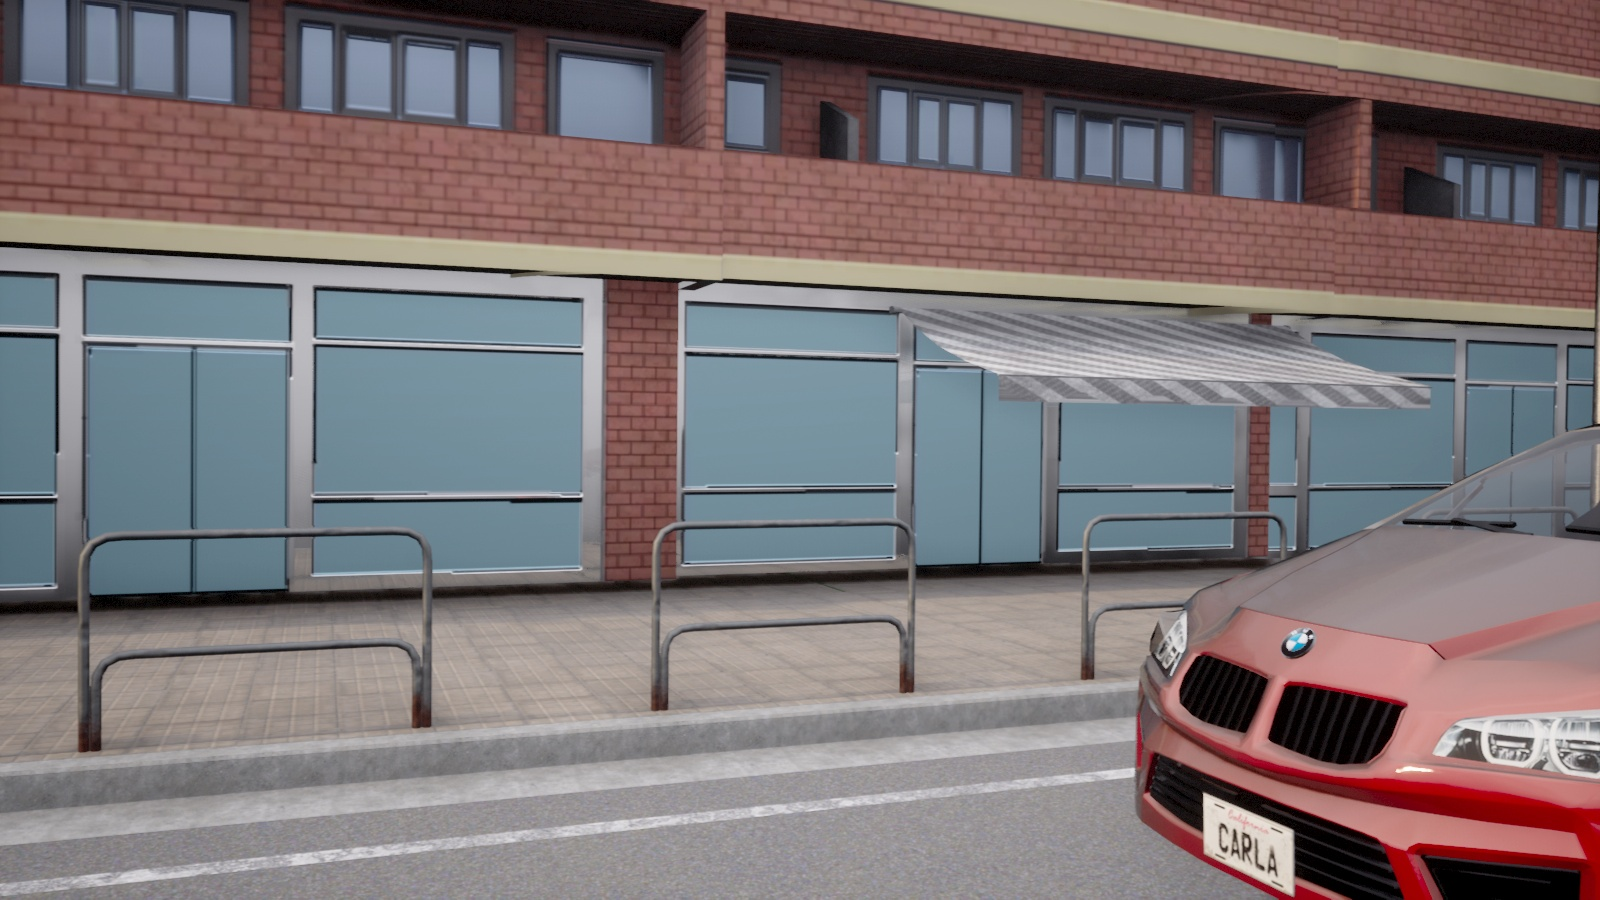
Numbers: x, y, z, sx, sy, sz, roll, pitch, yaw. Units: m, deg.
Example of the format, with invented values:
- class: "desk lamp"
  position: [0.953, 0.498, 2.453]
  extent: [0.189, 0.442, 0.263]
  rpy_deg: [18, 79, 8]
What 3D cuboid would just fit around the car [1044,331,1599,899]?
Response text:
- class: "car"
  position: [3.489, 0.527, 4.562]
  extent: [4.611, 1.667, 2.242]
  rpy_deg: [-1, 1, -21]
